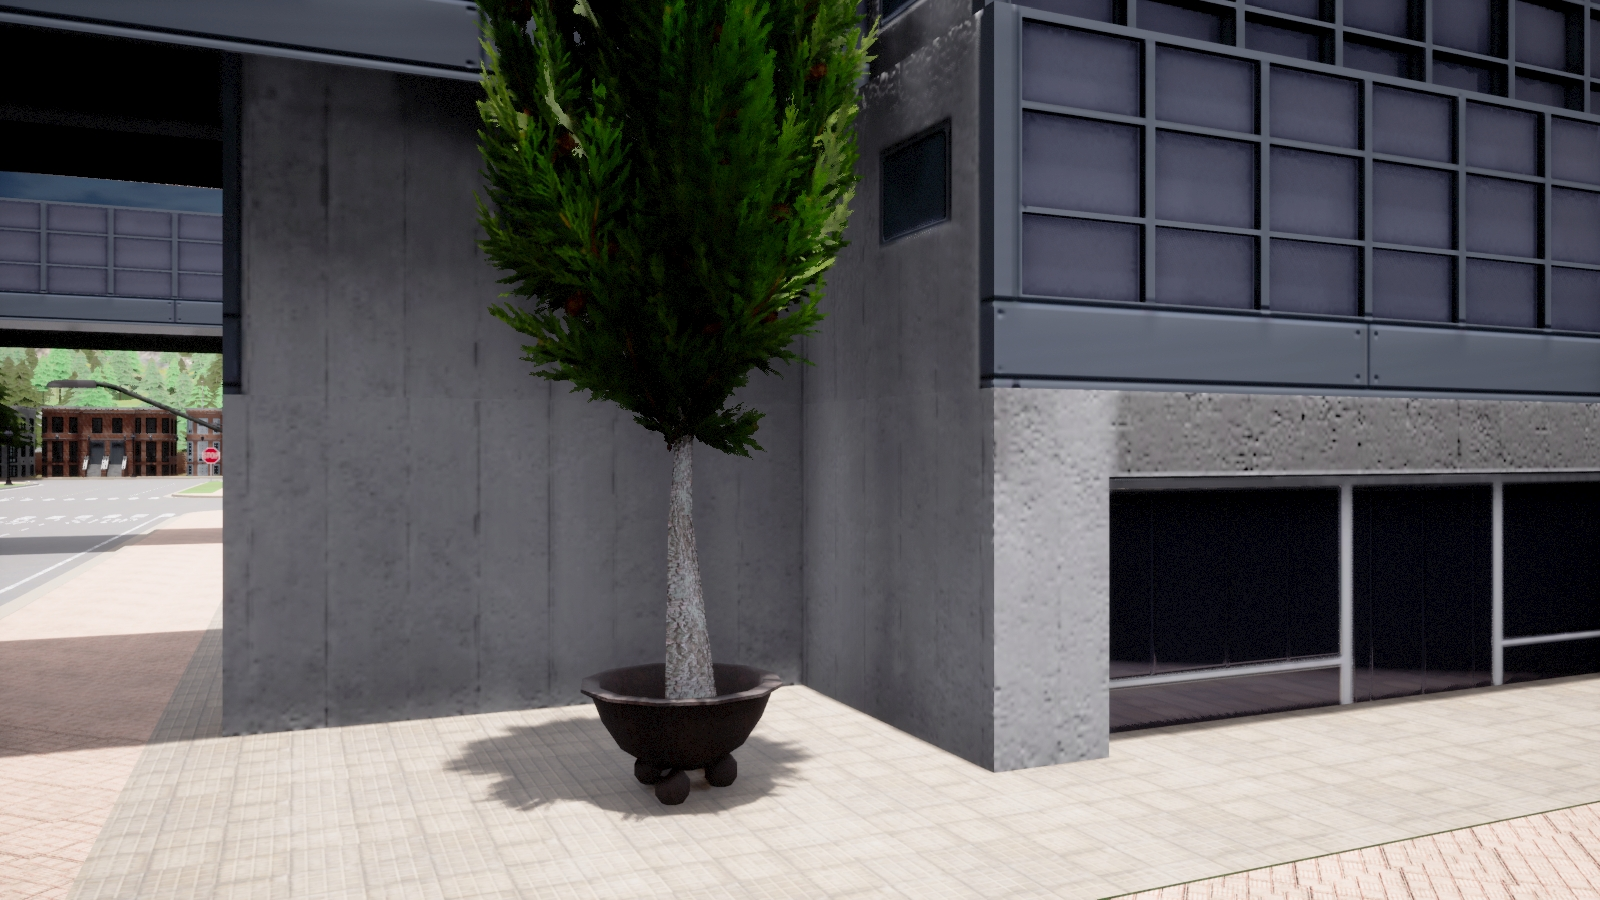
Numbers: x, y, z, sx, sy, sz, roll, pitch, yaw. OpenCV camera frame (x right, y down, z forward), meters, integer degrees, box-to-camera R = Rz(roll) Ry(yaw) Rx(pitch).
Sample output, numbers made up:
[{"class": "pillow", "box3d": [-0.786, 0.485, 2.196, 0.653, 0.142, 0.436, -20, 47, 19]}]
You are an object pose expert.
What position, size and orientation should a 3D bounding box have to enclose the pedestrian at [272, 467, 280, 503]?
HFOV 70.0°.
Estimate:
[{"class": "pedestrian", "box3d": [-27.651, 1.849, 60.277, 0.375, 1.860, 0.375, 0, 0, -23]}]
